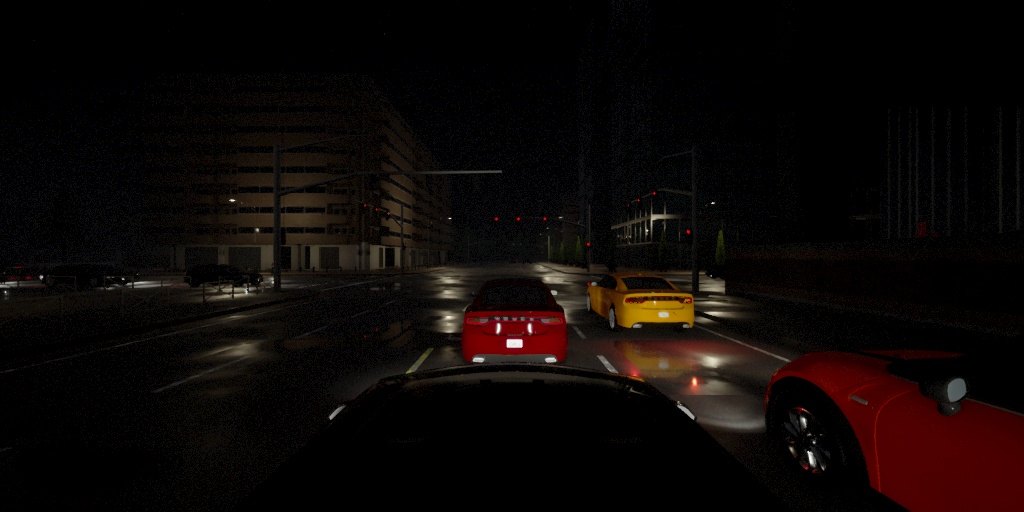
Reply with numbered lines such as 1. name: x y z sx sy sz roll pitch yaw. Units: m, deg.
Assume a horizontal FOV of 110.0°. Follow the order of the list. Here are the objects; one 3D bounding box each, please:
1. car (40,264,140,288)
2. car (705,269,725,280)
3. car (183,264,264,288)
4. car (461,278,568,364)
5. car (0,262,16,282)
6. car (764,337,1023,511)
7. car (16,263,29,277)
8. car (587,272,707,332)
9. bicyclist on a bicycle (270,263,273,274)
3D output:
1. car: -28.657 1.310 24.201 4.892 1.490 1.837 0 0 0
2. car: 19.537 1.406 31.195 4.718 1.301 1.895 0 0 0
3. car: -19.417 1.331 24.180 4.674 1.442 1.812 0 0 0
4. car: 0.062 1.228 8.125 1.882 1.535 5.008 0 0 0
5. car: -42.236 1.331 27.776 4.674 1.442 1.812 0 0 0
6. car: 3.600 1.102 1.752 2.097 1.767 4.553 0 0 0
7. car: -50.330 1.297 34.946 4.902 1.511 2.128 0 0 1
8. car: 3.582 1.228 10.898 1.882 1.535 5.008 0 0 0
9. bicyclist on a bicycle: -25.518 1.106 38.671 0.582 1.620 1.656 0 0 0
